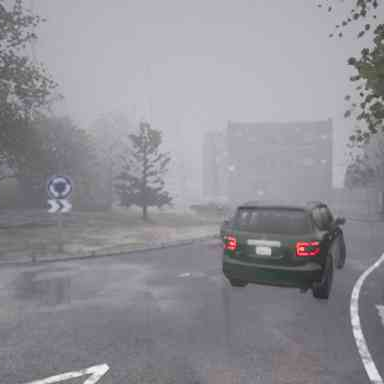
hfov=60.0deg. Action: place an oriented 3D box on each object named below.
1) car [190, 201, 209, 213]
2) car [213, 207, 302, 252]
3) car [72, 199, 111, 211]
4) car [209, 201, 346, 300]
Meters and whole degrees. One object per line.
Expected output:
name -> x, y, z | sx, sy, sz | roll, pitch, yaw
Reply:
car -> 1.886, 1.665, 36.340 | 1.895, 1.301, 4.718 | 0, 0, -38
car -> 3.153, 1.532, 15.110 | 1.837, 1.490, 4.892 | 1, 0, 40
car -> -12.907, 1.657, 42.800 | 4.892, 1.490, 1.837 | 0, 0, 0
car -> 2.671, 1.238, 8.807 | 2.150, 2.045, 5.566 | 0, 0, 29
